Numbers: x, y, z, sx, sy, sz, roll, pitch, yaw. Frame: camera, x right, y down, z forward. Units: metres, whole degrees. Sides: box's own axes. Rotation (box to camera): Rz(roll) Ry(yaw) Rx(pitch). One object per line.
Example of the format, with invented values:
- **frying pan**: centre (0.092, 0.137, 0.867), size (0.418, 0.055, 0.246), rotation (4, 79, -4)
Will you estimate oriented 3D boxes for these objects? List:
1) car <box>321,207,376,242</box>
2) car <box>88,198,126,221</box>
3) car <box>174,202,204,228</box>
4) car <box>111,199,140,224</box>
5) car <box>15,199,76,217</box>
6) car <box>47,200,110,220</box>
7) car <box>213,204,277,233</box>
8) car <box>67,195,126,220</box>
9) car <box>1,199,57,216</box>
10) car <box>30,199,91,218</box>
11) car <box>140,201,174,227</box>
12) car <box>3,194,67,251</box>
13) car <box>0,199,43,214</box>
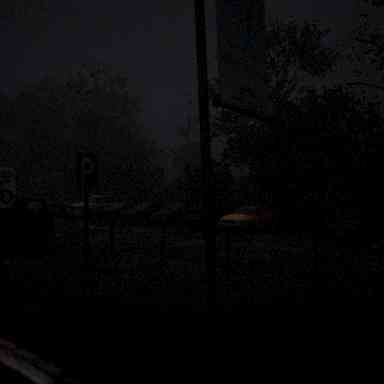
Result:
- **car**: centre (8.056, 1.518, 16.913), size (2.163, 1.488, 4.792), rotation (0, 0, 35)
- **car**: centre (-5.507, 1.500, 26.578), size (2.097, 1.535, 5.008), rotation (0, 0, 35)
- **car**: centre (1.298, 1.524, 21.779), size (2.163, 1.488, 4.792), rotation (0, 0, 35)
- **car**: centre (-3.243, 1.498, 24.972), size (2.097, 1.535, 5.008), rotation (0, 0, 35)
- **car**: centre (-14.460, 1.497, 33.151), size (1.946, 1.575, 5.366), rotation (0, 0, 35)
- **car**: centre (-10.040, 1.505, 29.781), size (2.231, 1.521, 4.892), rotation (0, 0, 35)
- **car**: centre (3.437, 1.489, 19.998), size (1.946, 1.575, 5.366), rotation (0, 0, 35)
- **car**: centre (-7.790, 1.250, 28.157), size (2.435, 2.045, 5.566), rotation (0, 0, 35)
- **car**: centre (-16.845, 1.527, 34.580), size (2.163, 1.488, 4.792), rotation (0, 0, 35)
- **car**: centre (-12.305, 1.503, 31.389), size (2.097, 1.535, 5.008), rotation (0, 0, 35)
- **car**: centre (-0.978, 1.497, 23.367), size (2.231, 1.521, 4.892), rotation (0, 0, 35)
- **car**: centre (-7.857, 1.243, 12.168), size (2.435, 2.045, 5.566), rotation (0, 0, 35)
- **car**: centre (-19.081, 1.515, 36.238), size (2.163, 1.488, 4.792), rotation (0, 0, 35)
